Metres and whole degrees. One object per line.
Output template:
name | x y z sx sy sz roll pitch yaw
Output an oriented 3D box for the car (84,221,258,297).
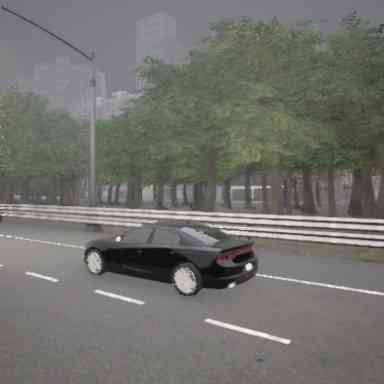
car | -0.772 1.504 8.719 5.008 1.535 1.882 0 0 36
